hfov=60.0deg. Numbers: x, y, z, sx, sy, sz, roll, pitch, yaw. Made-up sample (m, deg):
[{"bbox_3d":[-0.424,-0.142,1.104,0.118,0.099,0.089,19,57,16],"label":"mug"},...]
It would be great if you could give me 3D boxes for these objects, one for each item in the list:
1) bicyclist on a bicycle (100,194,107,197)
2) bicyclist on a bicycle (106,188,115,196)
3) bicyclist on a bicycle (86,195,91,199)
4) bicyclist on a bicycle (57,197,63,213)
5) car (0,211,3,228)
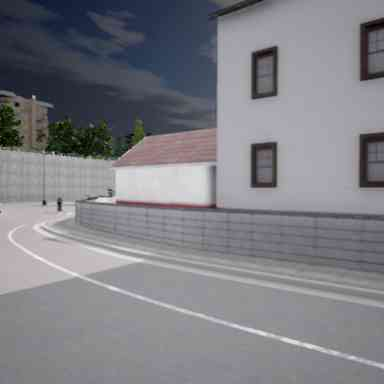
[{"bbox_3d":[-10.321,1.138,37.686,0.582,1.620,1.656,0,0,-23],"label":"bicyclist on a bicycle"},{"bbox_3d":[-9.692,0.116,39.212,0.582,1.620,1.656,-1,-41,-47],"label":"bicyclist on a bicycle"},{"bbox_3d":[-11.391,1.134,36.621,1.656,1.620,0.582,0,0,3],"label":"bicyclist on a bicycle"},{"bbox_3d":[-13.326,1.286,33.447,0.582,1.620,1.656,0,0,-14],"label":"bicyclist on a bicycle"},{"bbox_3d":[-10.990,1.401,17.030,1.837,1.490,4.892,-1,1,-28],"label":"car"}]
